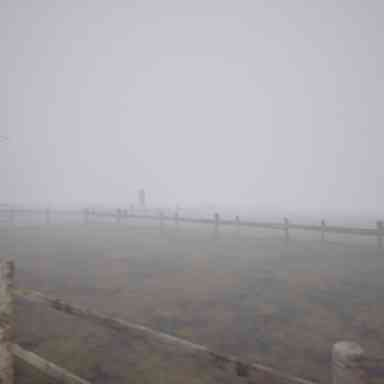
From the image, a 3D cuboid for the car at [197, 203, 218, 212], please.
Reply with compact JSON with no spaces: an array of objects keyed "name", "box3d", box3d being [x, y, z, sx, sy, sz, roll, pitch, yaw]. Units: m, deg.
[{"name":"car","box3d":[2.439,2.479,53.304,1.994,1.385,4.181,1,-1,36]}]
